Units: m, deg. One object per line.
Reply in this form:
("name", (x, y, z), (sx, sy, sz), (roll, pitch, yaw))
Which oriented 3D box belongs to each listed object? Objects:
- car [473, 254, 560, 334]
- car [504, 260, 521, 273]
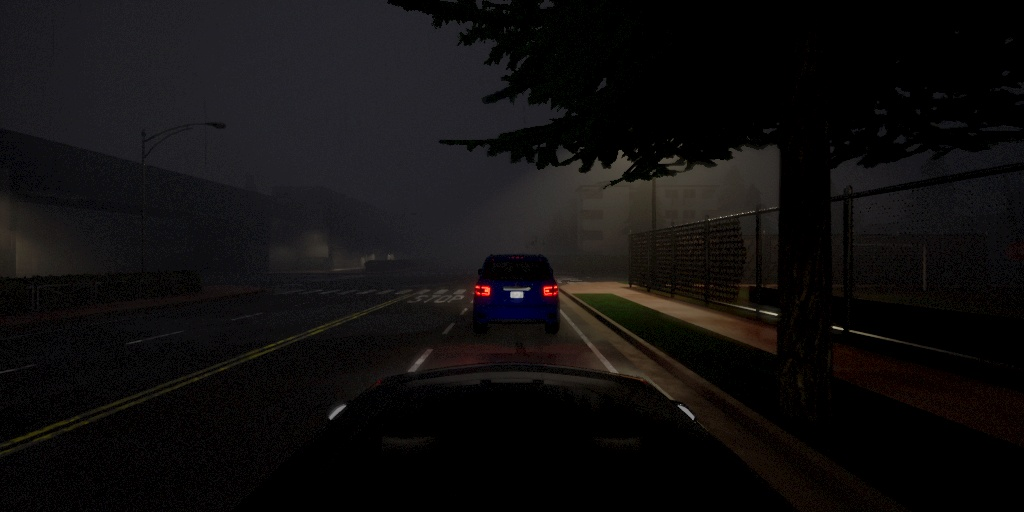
("car", (0.116, 0.971, 10.798), (2.150, 2.045, 5.566), (0, 0, 0))
("car", (0.027, 1.237, 45.664), (2.128, 1.511, 4.902), (0, 0, 0))
